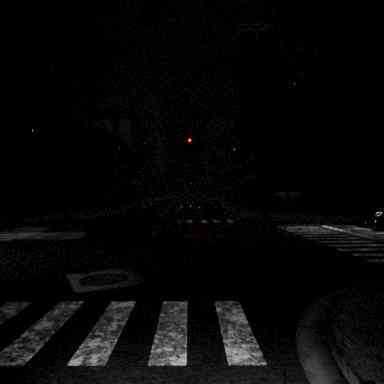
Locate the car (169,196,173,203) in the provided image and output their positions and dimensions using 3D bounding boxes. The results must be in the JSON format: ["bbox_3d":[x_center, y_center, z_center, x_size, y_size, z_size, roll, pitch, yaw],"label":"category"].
[{"bbox_3d":[-5.636,1.548,69.193,1.967,1.590,4.097,0,0,0],"label":"car"}]

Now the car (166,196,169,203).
[{"bbox_3d":[-5.651,1.631,58.171,2.008,1.369,4.403,0,0,0],"label":"car"}]

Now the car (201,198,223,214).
[{"bbox_3d":[2.343,1.604,36.116,1.947,1.339,4.313,0,0,0],"label":"car"}]

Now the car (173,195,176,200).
[{"bbox_3d":[-5.621,1.690,80.214,2.008,1.369,4.403,0,0,0],"label":"car"}]

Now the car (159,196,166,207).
[{"bbox_3d":[-5.659,1.650,52.660,1.802,1.307,4.206,0,0,0],"label":"car"}]

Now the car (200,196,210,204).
[{"bbox_3d":[2.358,1.639,47.139,1.802,1.307,4.206,0,0,0],"label":"car"}]

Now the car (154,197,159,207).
[{"bbox_3d":[-5.675,1.487,41.639,1.967,1.590,4.097,0,0,0],"label":"car"}]

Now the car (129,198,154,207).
[{"bbox_3d":[-5.682,1.478,36.128,1.967,1.590,4.097,0,0,0],"label":"car"}]

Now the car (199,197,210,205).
[{"bbox_3d":[2.381,1.644,63.671,2.008,1.369,4.403,0,0,0],"label":"car"}]

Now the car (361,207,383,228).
[{"bbox_3d":[13.004,1.303,20.633,4.553,1.767,2.097,0,0,0],"label":"car"}]

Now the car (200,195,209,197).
[{"bbox_3d":[2.365,1.634,52.649,1.947,1.339,4.313,0,0,0],"label":"car"}]

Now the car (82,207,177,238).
[{"bbox_3d":[-3.146,1.610,17.322,4.718,1.301,1.895,0,0,0],"label":"car"}]

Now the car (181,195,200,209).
[{"bbox_3d":[-0.194,1.559,45.742,1.837,1.490,4.892,0,0,0],"label":"car"}]

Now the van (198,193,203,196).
[{"bbox_3d":[2.373,1.421,58.160,1.690,1.788,3.998,0,0,0],"label":"van"}]
